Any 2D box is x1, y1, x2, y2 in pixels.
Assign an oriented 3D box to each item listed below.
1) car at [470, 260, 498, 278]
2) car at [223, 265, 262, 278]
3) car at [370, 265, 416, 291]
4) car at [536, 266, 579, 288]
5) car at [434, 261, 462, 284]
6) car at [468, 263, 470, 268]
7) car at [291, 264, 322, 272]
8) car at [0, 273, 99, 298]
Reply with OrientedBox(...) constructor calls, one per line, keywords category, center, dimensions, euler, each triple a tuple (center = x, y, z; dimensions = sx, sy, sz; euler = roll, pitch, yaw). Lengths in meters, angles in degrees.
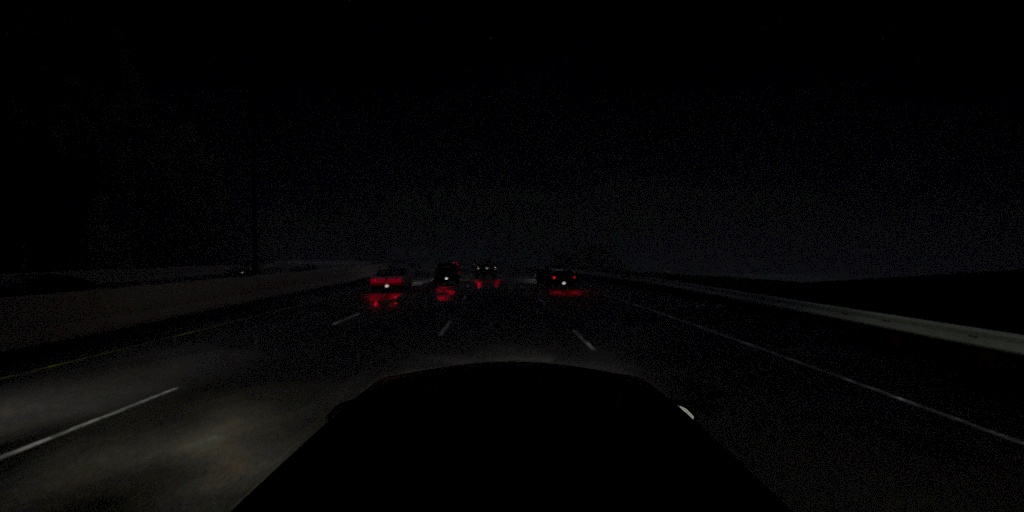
OrientedBox(category="car", center=(-2.664, 1.166, 34.857), dimensions=(2.097, 1.767, 4.553), euler=(-1, 0, -10))
OrientedBox(category="car", center=(-28.234, 1.636, 37.841), dimensions=(1.812, 1.442, 4.674), euler=(-1, 0, -12))
OrientedBox(category="car", center=(-7.651, 1.459, 23.219), dimensions=(1.895, 1.301, 4.718), euler=(-1, 0, -8))
OrientedBox(category="car", center=(2.846, 1.340, 23.889), dimensions=(1.895, 1.301, 4.718), euler=(-1, 0, -7))
OrientedBox(category="car", center=(-5.023, 1.338, 27.945), dimensions=(1.837, 1.490, 4.892), euler=(0, 0, -8))
OrientedBox(category="car", center=(-6.642, 1.451, 65.110), dimensions=(1.994, 1.385, 4.181), euler=(-1, 0, -20))
OrientedBox(category="car", center=(-20.870, 1.547, 36.466), dimensions=(1.812, 1.442, 4.674), euler=(-1, 0, -10))
OrientedBox(category="car", center=(-21.692, 1.536, 16.186), dimensions=(1.812, 1.442, 4.674), euler=(-1, 0, -5))
